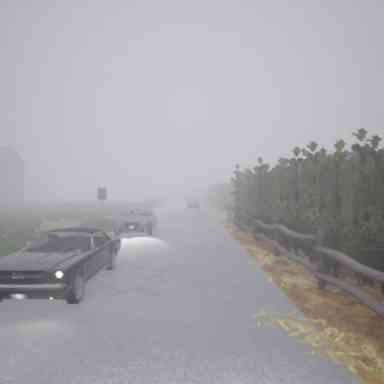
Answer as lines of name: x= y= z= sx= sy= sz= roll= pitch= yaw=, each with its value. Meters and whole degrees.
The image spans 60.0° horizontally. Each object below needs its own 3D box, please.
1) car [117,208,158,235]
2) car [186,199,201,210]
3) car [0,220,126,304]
car: x=-3.062 y=1.608 z=18.858 sx=1.994 sy=1.385 sz=4.181 roll=0 pitch=0 yaw=0
car: x=0.211 y=1.658 z=45.771 sx=2.033 sy=1.411 sz=5.357 roll=0 pitch=0 yaw=0
car: x=-3.170 y=1.619 z=8.315 sx=1.895 sy=1.301 sz=4.718 roll=0 pitch=0 yaw=0
